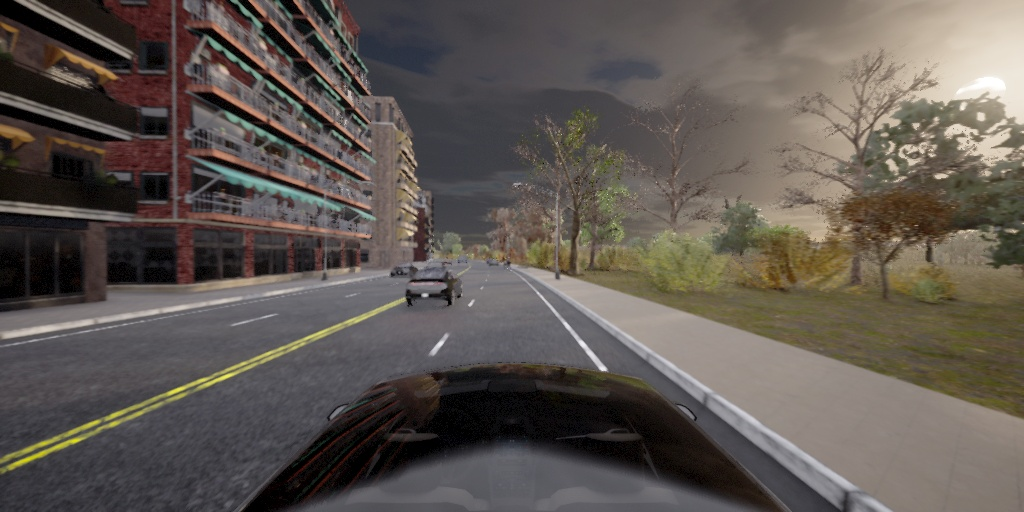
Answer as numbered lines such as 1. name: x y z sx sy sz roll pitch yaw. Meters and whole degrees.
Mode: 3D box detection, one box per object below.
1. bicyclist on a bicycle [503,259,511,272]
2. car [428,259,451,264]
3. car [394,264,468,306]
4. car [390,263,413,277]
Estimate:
1. bicyclist on a bicycle: -0.403 1.194 45.399 0.659 1.776 1.843 0 0 -4
2. car: -7.311 1.321 34.175 1.837 1.490 4.892 0 0 -2
3. car: -3.292 1.271 15.846 2.128 1.511 4.902 0 0 -1
4. car: -10.628 1.386 35.596 1.994 1.385 4.181 0 0 -2
